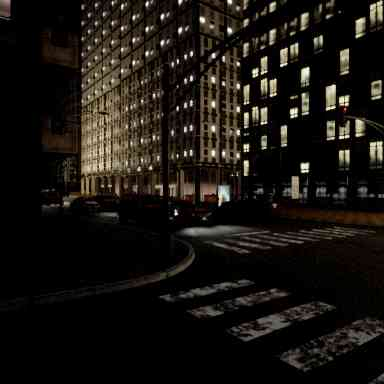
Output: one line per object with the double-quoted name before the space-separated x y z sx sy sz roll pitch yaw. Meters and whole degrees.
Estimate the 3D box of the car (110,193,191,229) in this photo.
"car" -2.579 1.008 19.315 2.192 1.841 5.009 2 0 -36

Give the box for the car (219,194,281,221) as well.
"car" 4.155 1.027 24.301 2.192 1.841 5.009 1 0 -36

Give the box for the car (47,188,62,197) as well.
"car" -28.531 0.099 69.122 1.967 1.590 4.097 1 0 -36

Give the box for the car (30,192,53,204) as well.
"car" -18.925 0.752 41.720 1.802 1.307 4.206 2 0 -36

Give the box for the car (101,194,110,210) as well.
"car" -7.974 0.939 31.078 1.882 1.535 5.008 0 1 -36

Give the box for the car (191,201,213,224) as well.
"car" -0.655 1.220 21.040 1.812 1.442 4.674 0 1 -36

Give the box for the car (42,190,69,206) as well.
"car" -15.657 0.827 37.240 2.008 1.369 4.403 2 0 -36

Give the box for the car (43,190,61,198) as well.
"car" -25.545 0.382 60.600 1.994 1.385 4.181 0 1 -36

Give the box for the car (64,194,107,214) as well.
"car" -9.122 1.067 28.278 1.802 1.307 4.206 2 0 -36

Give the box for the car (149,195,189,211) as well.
"car" -2.388 1.070 33.266 1.947 1.339 4.313 1 0 -36

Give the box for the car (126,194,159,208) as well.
"car" -5.657 0.966 37.748 1.947 1.339 4.313 1 0 -36

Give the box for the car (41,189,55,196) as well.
"car" -31.802 0.096 73.605 1.887 1.381 4.507 1 0 -36

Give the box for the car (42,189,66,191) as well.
"car" -20.148 0.560 47.921 2.128 1.511 4.902 0 1 -36

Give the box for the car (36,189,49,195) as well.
"car" -35.071 -0.011 78.087 1.887 1.381 4.507 1 0 -36

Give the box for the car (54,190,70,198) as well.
"car" -25.266 0.309 64.641 1.887 1.381 4.507 1 0 -36
